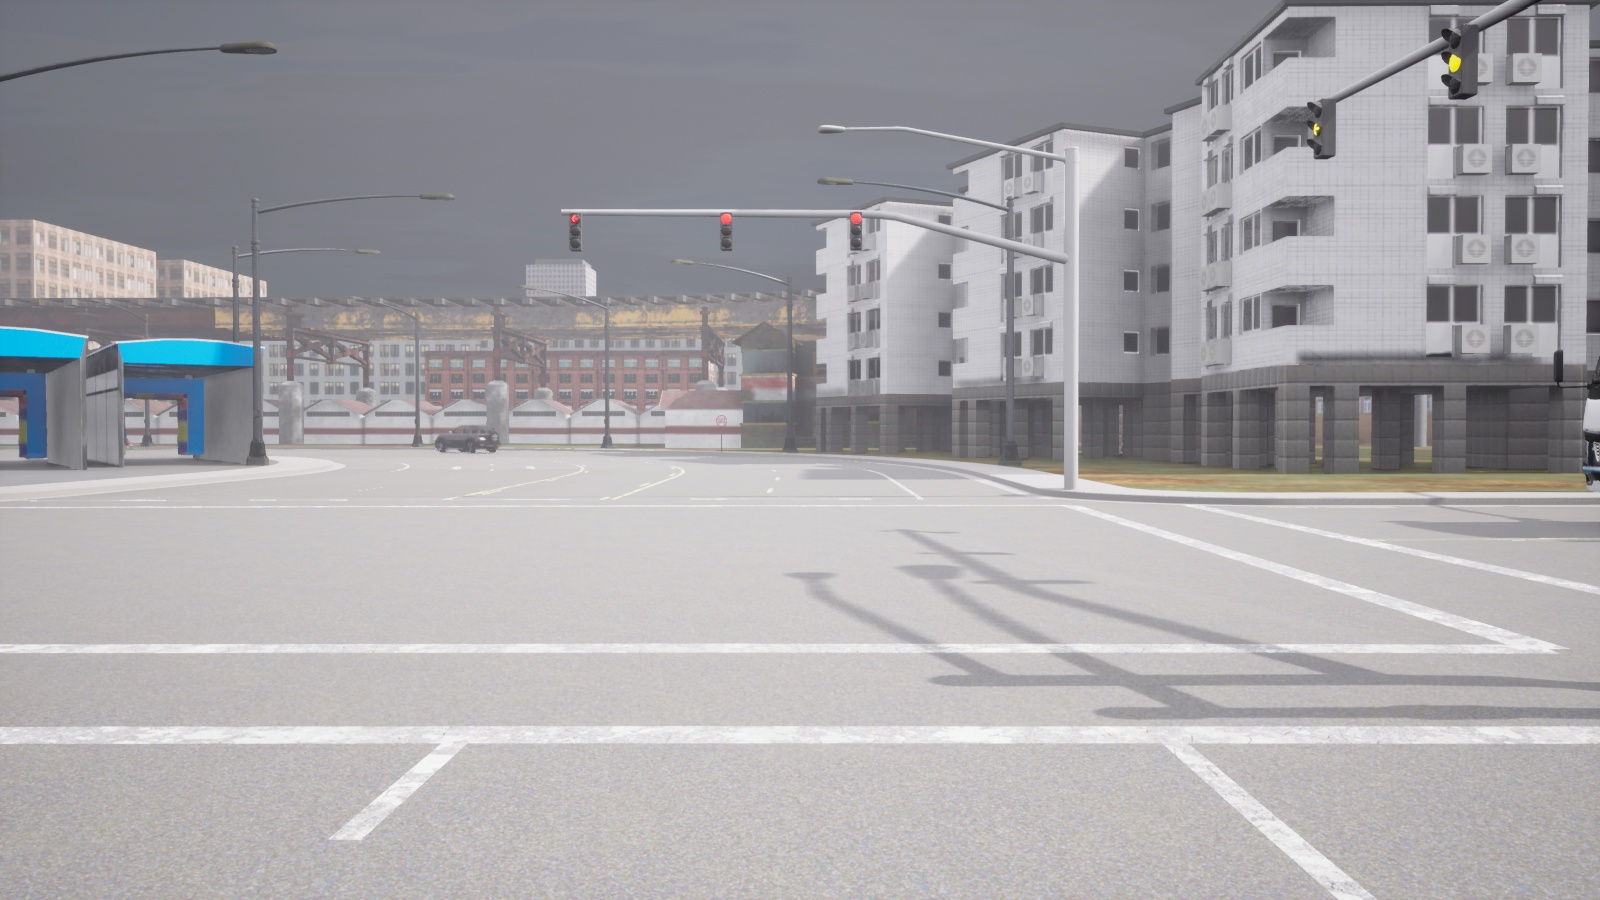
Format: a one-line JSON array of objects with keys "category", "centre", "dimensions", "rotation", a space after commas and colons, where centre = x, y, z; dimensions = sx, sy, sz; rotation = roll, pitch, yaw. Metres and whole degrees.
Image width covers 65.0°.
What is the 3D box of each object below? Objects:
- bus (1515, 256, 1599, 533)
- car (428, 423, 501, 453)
[{"category": "bus", "centre": [17.421, -0.860, 19.572], "dimensions": [10.273, 4.253, 3.944], "rotation": [0, 1, -1]}, {"category": "car", "centre": [-21.514, -0.764, 80.450], "dimensions": [4.605, 1.855, 1.932], "rotation": [1, -1, 35]}]
